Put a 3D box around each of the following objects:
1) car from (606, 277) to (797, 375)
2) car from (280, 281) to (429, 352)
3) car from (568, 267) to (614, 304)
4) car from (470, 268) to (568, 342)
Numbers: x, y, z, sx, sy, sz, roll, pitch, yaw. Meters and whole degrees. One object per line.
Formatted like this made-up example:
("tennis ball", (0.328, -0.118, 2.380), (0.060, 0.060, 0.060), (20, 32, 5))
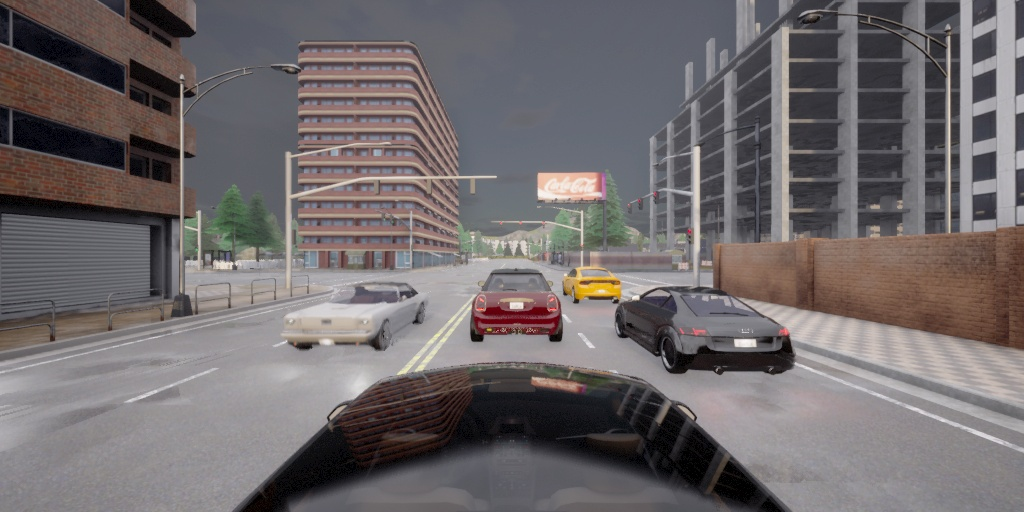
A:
("car", (3.598, 1.314, 7.538), (1.994, 1.385, 4.181), (0, 0, 0))
("car", (-3.557, 1.351, 9.107), (1.895, 1.301, 4.718), (0, 0, 0))
("car", (3.499, 1.228, 16.471), (1.882, 1.535, 5.008), (0, 0, 0))
("car", (0.100, 1.102, 9.943), (2.097, 1.767, 4.553), (0, 0, 0))
